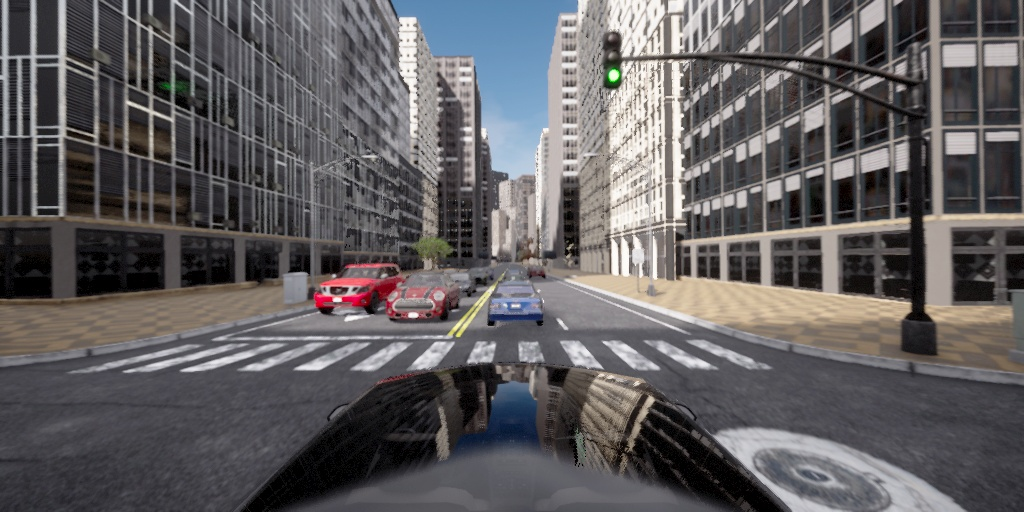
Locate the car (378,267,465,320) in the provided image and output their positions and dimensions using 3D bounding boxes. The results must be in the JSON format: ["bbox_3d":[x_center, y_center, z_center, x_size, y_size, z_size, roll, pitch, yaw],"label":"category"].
[{"bbox_3d":[-3.315,1.414,14.149,2.097,1.767,4.553,-1,-1,-1],"label":"car"}]

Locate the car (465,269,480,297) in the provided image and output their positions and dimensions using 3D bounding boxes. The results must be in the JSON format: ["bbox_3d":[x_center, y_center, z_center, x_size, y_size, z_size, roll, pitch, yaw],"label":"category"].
[{"bbox_3d":[-3.324,1.768,22.988,1.812,1.442,4.674,-1,-1,0],"label":"car"}]

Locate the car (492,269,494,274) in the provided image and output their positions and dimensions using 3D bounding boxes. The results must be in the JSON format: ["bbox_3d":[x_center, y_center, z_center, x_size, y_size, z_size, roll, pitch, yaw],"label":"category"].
[{"bbox_3d":[-3.231,2.001,43.263,2.097,1.767,4.553,-1,-1,0],"label":"car"}]

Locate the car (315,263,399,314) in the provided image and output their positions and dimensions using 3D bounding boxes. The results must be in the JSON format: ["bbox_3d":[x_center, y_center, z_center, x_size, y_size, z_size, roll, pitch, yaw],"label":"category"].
[{"bbox_3d":[-6.590,1.358,16.306,2.150,2.045,5.566,-1,-1,0],"label":"car"}]

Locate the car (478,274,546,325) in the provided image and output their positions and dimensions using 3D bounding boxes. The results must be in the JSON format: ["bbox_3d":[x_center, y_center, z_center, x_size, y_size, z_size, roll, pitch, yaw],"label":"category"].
[{"bbox_3d":[0.108,1.556,13.007,2.033,1.411,5.357,-1,-1,0],"label":"car"}]

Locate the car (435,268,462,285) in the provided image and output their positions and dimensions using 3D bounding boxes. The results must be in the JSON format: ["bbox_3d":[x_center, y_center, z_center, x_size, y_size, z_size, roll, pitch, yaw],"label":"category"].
[{"bbox_3d":[-6.485,2.034,37.144,1.882,1.535,5.008,-1,-1,0],"label":"car"}]

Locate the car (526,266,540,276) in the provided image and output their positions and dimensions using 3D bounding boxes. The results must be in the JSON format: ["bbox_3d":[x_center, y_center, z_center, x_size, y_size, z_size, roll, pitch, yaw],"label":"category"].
[{"bbox_3d":[3.281,2.366,57.024,1.837,1.490,4.892,-1,-1,0],"label":"car"}]

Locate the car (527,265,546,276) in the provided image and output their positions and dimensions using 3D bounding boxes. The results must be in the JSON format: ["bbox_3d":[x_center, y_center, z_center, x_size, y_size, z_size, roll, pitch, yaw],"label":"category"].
[{"bbox_3d":[3.272,2.017,47.122,2.097,1.767,4.553,-1,-1,0],"label":"car"}]

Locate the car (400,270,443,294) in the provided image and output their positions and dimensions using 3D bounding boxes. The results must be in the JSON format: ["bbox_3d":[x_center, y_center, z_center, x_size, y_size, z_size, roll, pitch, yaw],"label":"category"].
[{"bbox_3d":[-6.551,1.823,26.643,1.882,1.535,5.008,-1,-1,1],"label":"car"}]

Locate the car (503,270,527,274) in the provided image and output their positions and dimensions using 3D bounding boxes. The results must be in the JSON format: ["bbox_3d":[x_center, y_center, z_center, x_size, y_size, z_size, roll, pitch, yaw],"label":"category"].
[{"bbox_3d":[0.118,2.021,35.266,1.994,1.385,4.181,-1,-1,0],"label":"car"}]

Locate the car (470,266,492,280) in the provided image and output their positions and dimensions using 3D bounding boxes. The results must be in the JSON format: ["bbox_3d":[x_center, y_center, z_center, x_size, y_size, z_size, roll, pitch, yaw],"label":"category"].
[{"bbox_3d":[-3.244,1.797,33.094,2.097,1.767,4.553,-1,-1,0],"label":"car"}]
